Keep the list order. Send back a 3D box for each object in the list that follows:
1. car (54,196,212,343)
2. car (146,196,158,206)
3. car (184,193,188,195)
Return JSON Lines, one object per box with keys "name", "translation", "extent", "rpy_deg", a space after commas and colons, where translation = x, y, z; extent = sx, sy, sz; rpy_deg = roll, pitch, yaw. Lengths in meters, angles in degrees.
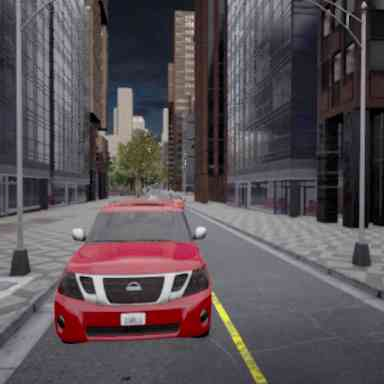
{"name": "car", "translation": [-1.021, 1.216, 6.858], "extent": [2.150, 2.045, 5.566], "rpy_deg": [0, 0, -6]}
{"name": "car", "translation": [-6.297, 1.438, 52.897], "extent": [1.812, 1.442, 4.674], "rpy_deg": [0, 0, -7]}
{"name": "car", "translation": [-2.154, 1.288, 43.937], "extent": [2.097, 1.767, 4.553], "rpy_deg": [0, 0, -6]}
